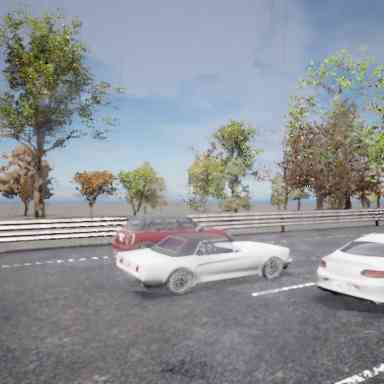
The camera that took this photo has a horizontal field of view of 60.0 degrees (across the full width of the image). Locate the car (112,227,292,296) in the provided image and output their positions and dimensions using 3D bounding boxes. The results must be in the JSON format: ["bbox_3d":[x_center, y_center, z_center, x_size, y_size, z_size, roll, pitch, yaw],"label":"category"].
[{"bbox_3d":[0.474,1.801,9.148,4.718,1.301,1.895,0,-2,-29],"label":"car"}]

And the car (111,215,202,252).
[{"bbox_3d":[-0.606,1.640,12.551,4.553,1.767,2.097,0,-2,-29],"label":"car"}]

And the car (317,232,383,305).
[{"bbox_3d":[4.890,1.658,7.604,4.674,1.442,1.812,0,-2,-29],"label":"car"}]
